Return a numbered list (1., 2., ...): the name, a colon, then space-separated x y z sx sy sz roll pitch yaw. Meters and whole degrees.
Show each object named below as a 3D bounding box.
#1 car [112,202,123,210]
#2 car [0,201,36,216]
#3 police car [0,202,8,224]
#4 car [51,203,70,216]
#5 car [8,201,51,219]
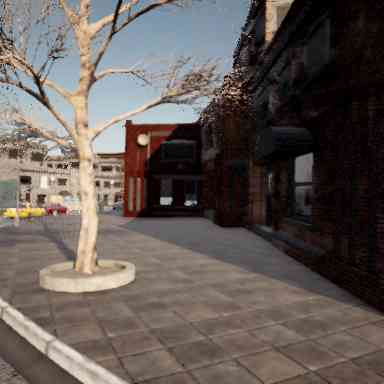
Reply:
1. car: -11.999 2.371 57.223 1.994 1.385 4.181 1 -1 16
2. car: -19.979 1.766 37.502 2.128 1.511 4.902 1 -1 7
3. police car: -14.561 1.577 22.678 1.930 1.638 5.238 1 -1 -15
4. car: -15.588 1.913 37.416 1.812 1.442 4.674 1 -1 6
5. car: -15.844 1.742 31.997 1.801 1.575 5.366 1 -1 -1
